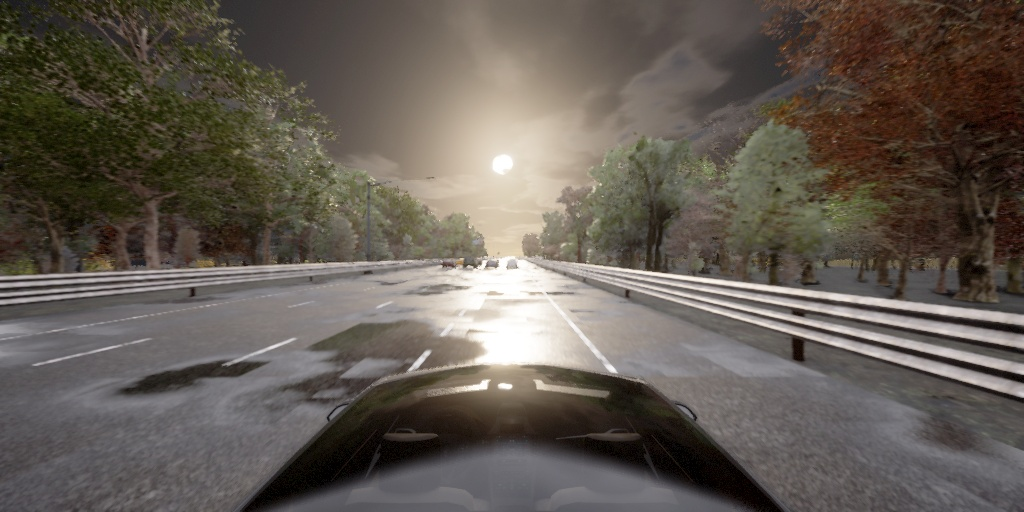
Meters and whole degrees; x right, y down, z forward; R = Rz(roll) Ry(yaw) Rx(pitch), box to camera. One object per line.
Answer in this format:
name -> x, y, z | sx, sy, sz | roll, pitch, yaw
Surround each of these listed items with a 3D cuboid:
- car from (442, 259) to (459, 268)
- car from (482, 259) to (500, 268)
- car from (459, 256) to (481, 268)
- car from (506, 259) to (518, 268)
car -> -10.472, 1.275, 60.402 | 1.882, 1.535, 5.008 | 0, 0, 0
car -> -3.471, 1.362, 60.814 | 1.994, 1.385, 4.181 | 0, 0, 0
car -> -6.972, 1.048, 60.432 | 2.150, 2.045, 5.566 | 0, 0, 0
car -> 0.028, 1.322, 60.813 | 1.812, 1.442, 4.674 | 0, 0, 0
